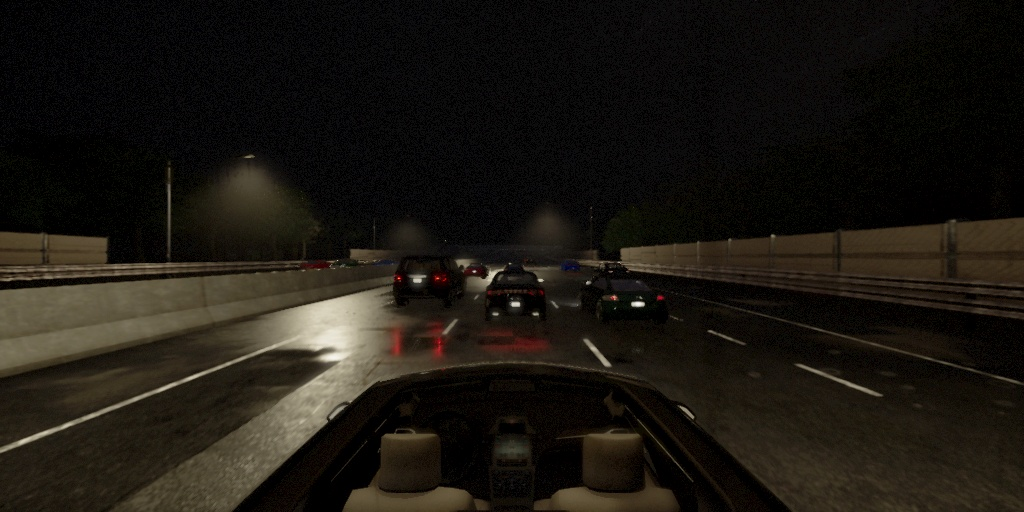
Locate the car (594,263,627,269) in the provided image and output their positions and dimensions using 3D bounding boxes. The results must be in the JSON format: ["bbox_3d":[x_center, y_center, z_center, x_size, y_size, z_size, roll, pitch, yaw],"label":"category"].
[{"bbox_3d":[7.137,1.258,26.029,2.128,1.511,4.902,0,0,1],"label":"car"}]

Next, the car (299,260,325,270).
[{"bbox_3d":[-24.387,1.267,44.597,1.882,1.535,5.008,0,0,1],"label":"car"}]

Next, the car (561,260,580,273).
[{"bbox_3d":[7.291,1.271,44.935,1.882,1.535,5.008,0,0,1],"label":"car"}]

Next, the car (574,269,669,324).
[{"bbox_3d":[3.512,1.316,11.974,1.994,1.385,4.181,0,0,0],"label":"car"}]

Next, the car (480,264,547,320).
[{"bbox_3d":[0.114,1.230,12.676,1.882,1.535,5.008,0,0,0],"label":"car"}]

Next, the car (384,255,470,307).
[{"bbox_3d":[-3.379,0.975,15.537,2.150,2.045,5.566,0,0,0],"label":"car"}]

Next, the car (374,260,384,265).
[{"bbox_3d":[-17.336,1.273,49.357,1.882,1.535,5.008,0,0,1],"label":"car"}]

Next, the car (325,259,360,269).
[{"bbox_3d":[-20.885,1.141,44.880,2.097,1.767,4.553,0,0,1],"label":"car"}]

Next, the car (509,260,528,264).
[{"bbox_3d":[0.206,1.341,33.666,1.994,1.385,4.181,0,0,0],"label":"car"}]

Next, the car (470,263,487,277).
[{"bbox_3d":[-3.295,1.340,33.465,1.994,1.385,4.181,0,0,0],"label":"car"}]
